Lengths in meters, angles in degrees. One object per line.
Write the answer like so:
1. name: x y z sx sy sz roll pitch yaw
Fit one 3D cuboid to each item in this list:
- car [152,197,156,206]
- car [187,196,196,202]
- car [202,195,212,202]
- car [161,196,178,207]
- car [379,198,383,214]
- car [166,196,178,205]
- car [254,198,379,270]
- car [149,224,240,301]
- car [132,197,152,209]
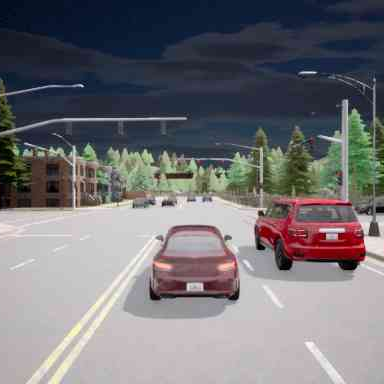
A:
1. car: -7.174 1.547 56.550 2.033 1.411 5.357 0 0 0
2. car: -0.119 1.553 74.618 1.994 1.385 4.181 0 0 0
3. car: 3.389 1.355 74.389 2.097 1.767 4.553 0 0 0
4. car: -3.646 1.601 51.211 1.895 1.301 4.718 0 0 0
5. car: 18.275 1.352 32.491 4.553 1.767 2.097 0 0 0
6. car: -3.648 1.505 61.983 1.837 1.490 4.892 0 0 0
7. car: 3.558 1.221 11.107 2.150 2.045 5.566 0 0 0
8. car: 0.050 1.526 8.227 1.812 1.442 4.674 0 0 0
9. car: -7.162 1.506 46.484 1.837 1.490 4.892 0 0 0
